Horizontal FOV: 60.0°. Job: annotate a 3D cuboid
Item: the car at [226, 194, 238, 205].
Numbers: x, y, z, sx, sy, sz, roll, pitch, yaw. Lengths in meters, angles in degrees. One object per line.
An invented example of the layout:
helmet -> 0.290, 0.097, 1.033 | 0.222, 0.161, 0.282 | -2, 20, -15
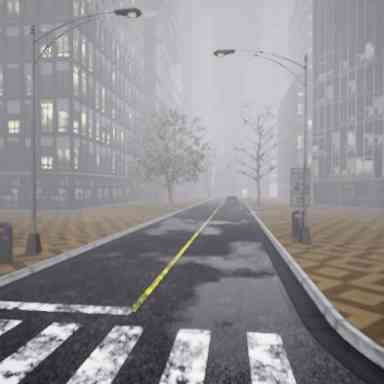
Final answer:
car -> 6.232, 1.148, 52.166 | 1.812, 1.442, 4.674 | 0, 0, 7

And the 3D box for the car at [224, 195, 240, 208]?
car -> 5.023, 1.196, 41.826 | 1.837, 1.490, 4.892 | 0, 0, 7
